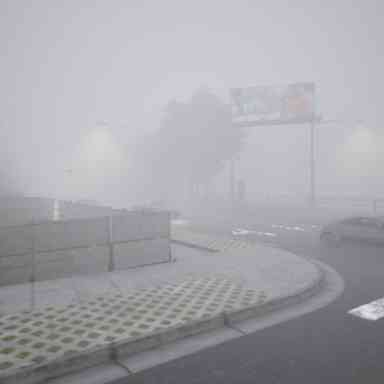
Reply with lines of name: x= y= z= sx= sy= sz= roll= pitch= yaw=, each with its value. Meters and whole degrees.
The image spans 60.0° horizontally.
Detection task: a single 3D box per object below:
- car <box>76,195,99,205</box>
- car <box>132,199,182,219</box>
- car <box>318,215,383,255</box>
car: x=-13.355 y=1.021 z=42.272 sx=1.895 sy=1.301 sz=4.718 roll=-1 pitch=1 yaw=-31
car: x=-2.903 y=1.288 z=25.876 sx=2.033 sy=1.411 sz=5.357 roll=-1 pitch=1 yaw=-34
car: x=6.813 y=1.552 z=12.103 sx=1.994 sy=1.385 sz=4.181 roll=-1 pitch=1 yaw=-36
